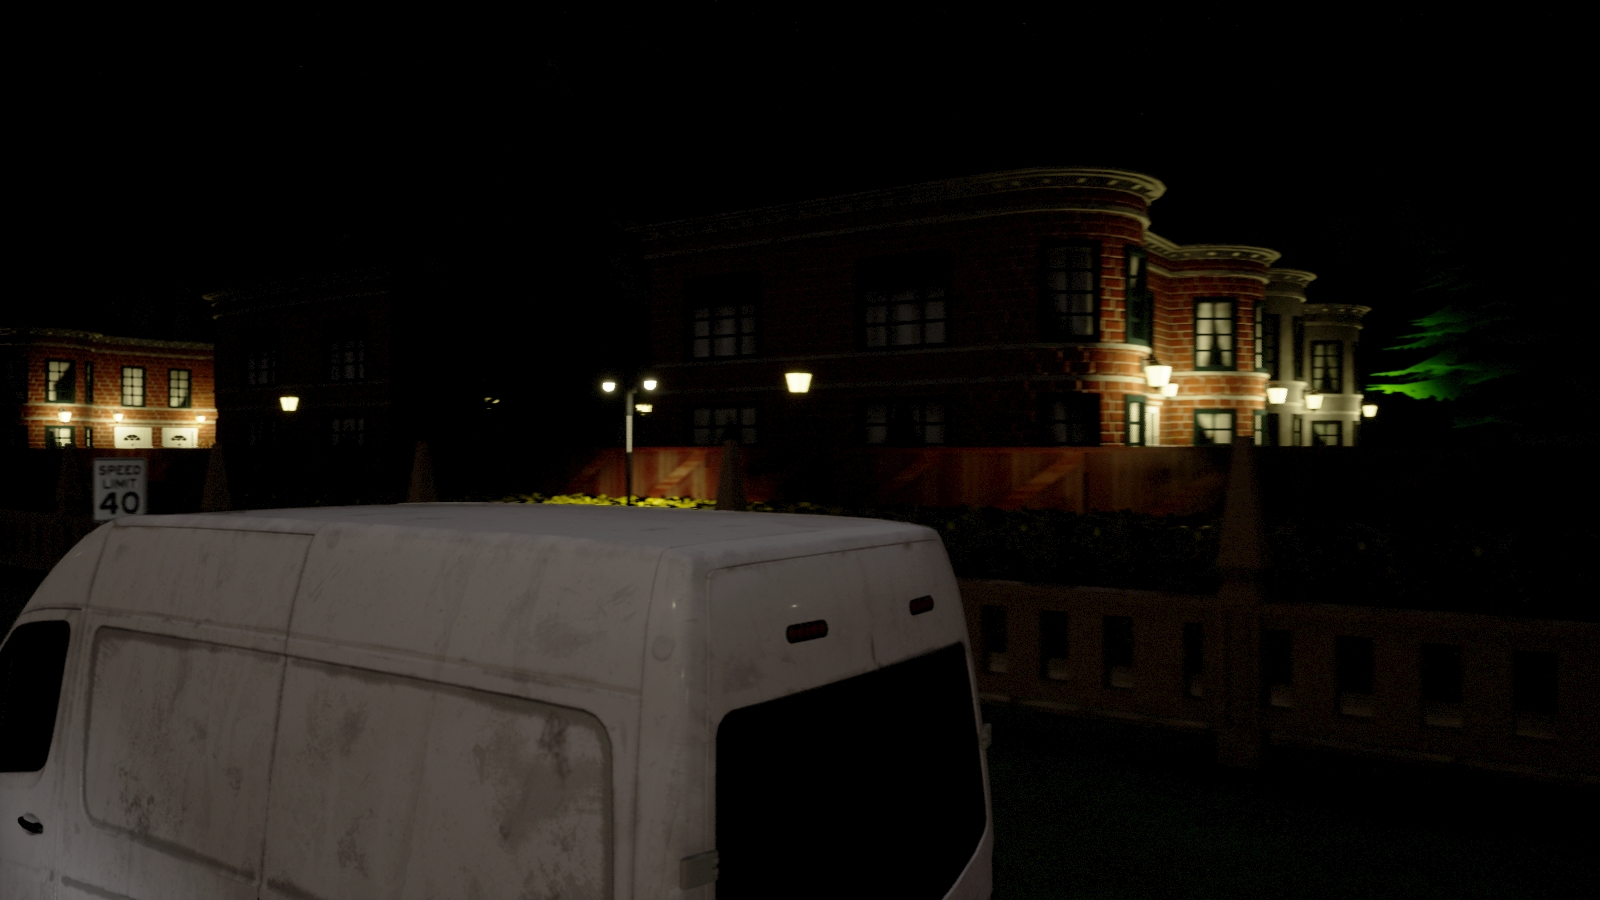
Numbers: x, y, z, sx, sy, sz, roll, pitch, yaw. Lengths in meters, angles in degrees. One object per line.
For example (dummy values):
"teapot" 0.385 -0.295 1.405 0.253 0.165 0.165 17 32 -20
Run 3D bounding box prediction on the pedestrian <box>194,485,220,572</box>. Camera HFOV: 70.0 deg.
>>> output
"pedestrian" -12.919 1.702 24.879 0.375 1.860 0.375 0 0 35

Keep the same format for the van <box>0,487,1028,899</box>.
"van" -2.118 1.534 5.262 5.915 2.561 1.988 0 0 35
